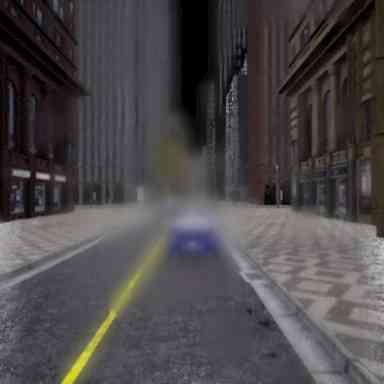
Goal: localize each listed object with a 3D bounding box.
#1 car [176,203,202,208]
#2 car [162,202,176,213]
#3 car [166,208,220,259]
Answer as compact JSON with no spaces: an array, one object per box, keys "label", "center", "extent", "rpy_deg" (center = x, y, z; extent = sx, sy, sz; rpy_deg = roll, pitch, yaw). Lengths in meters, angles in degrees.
[{"label":"car","center":[0.048,1.685,27.173],"extent":[2.097,1.767,4.553],"rpy_deg":[0,-1,1]},{"label":"car","center":[-3.047,2.091,45.326],"extent":[1.812,1.442,4.674],"rpy_deg":[0,-1,0]},{"label":"car","center":[0.056,1.643,13.443],"extent":[1.882,1.535,5.008],"rpy_deg":[0,0,0]}]
